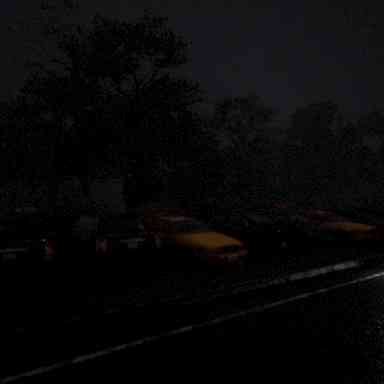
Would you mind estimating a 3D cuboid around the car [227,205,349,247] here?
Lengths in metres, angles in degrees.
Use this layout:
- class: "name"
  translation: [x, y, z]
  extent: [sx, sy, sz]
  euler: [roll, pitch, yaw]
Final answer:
- class: "car"
  translation: [4.039, 1.574, 15.062]
  extent: [2.231, 1.521, 4.892]
  euler: [1, 0, -35]

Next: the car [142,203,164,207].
- class: "car"
  translation: [-3.436, 1.572, 25.782]
  extent: [2.097, 1.535, 5.008]
  euler: [1, 0, -35]

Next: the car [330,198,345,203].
- class: "car"
  translation: [14.620, 1.777, 38.626]
  extent: [2.163, 1.488, 4.792]
  euler: [1, 0, -35]

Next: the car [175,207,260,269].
- class: "car"
  translation: [-0.379, 1.528, 11.695]
  extent: [1.946, 1.575, 5.366]
  euler: [1, 0, -35]

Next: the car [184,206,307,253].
- class: "car"
  translation: [1.782, 1.553, 13.446]
  extent: [2.231, 1.521, 4.892]
  euler: [1, 0, -35]

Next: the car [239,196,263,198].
- class: "car"
  translation: [3.359, 1.383, 30.572]
  extent: [2.435, 2.045, 5.566]
  euler: [1, 0, -35]

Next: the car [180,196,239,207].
- class: "car"
  translation: [1.099, 1.362, 28.970]
  extent: [2.435, 2.045, 5.566]
  euler: [1, 0, -35]

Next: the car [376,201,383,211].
- class: "car"
  translation: [30.449, 2.082, 49.809]
  extent: [2.002, 1.452, 4.674]
  euler: [1, -1, -35]

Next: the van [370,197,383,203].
- class: "van"
  translation: [15.300, 1.452, 23.181]
  extent: [1.878, 1.987, 4.442]
  euler: [1, 0, -35]

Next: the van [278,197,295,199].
- class: "van"
  translation: [7.794, 1.450, 33.893]
  extent: [1.878, 1.987, 4.442]
  euler: [1, 0, -35]

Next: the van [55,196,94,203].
- class: "van"
  translation: [-8.127, 1.303, 22.606]
  extent: [1.878, 1.987, 4.442]
  euler: [1, 0, -35]

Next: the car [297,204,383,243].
- class: "car"
  translation: [8.589, 1.645, 18.244]
  extent: [2.163, 1.488, 4.792]
  euler: [1, 0, -35]

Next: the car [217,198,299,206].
- class: "car"
  translation: [4.104, 1.469, 20.545]
  extent: [4.553, 1.767, 2.097]
  euler: [1, 0, -35]

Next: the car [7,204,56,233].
- class: "car"
  translation: [-10.217, 1.549, 20.979]
  extent: [2.002, 1.452, 4.674]
  euler: [1, 0, -35]

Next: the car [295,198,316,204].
- class: "car"
  translation: [10.117, 1.697, 35.404]
  extent: [2.097, 1.535, 5.008]
  euler: [1, 0, -35]

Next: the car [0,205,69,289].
- class: "car"
  translation: [-4.997, 1.364, 8.610]
  extent: [2.185, 1.767, 4.553]
  euler: [1, 0, -35]

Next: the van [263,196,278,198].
- class: "van"
  translation: [5.669, 1.429, 32.101]
  extent: [1.878, 1.987, 4.442]
  euler: [1, 0, -35]

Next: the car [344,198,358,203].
- class: "car"
  translation: [16.773, 1.808, 40.152]
  extent: [2.163, 1.488, 4.792]
  euler: [1, -1, -35]

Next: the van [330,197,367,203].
- class: "van"
  translation: [18.986, 1.592, 41.828]
  extent: [1.878, 1.987, 4.442]
  euler: [1, -1, -35]

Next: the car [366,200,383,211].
- class: "car"
  translation: [28.296, 1.994, 48.058]
  extent: [1.946, 1.575, 5.366]
  euler: [1, -1, -35]

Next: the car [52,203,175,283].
- class: "car"
  translation: [-2.733, 1.385, 10.215]
  extent: [2.185, 1.767, 4.553]
  euler: [1, 0, -35]

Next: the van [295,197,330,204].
- class: "van"
  translation: [12.457, 1.495, 36.923]
  extent: [1.878, 1.987, 4.442]
  euler: [1, 0, -36]

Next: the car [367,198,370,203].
- class: "car"
  translation: [21.427, 1.892, 43.381]
  extent: [2.163, 1.488, 4.792]
  euler: [1, -1, -35]

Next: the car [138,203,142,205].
- class: "car"
  translation: [-5.802, 1.590, 24.114]
  extent: [2.002, 1.452, 4.674]
  euler: [1, 0, -35]

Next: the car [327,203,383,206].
- class: "car"
  translation: [10.853, 1.665, 19.850]
  extent: [2.163, 1.488, 4.792]
  euler: [1, 0, -35]
